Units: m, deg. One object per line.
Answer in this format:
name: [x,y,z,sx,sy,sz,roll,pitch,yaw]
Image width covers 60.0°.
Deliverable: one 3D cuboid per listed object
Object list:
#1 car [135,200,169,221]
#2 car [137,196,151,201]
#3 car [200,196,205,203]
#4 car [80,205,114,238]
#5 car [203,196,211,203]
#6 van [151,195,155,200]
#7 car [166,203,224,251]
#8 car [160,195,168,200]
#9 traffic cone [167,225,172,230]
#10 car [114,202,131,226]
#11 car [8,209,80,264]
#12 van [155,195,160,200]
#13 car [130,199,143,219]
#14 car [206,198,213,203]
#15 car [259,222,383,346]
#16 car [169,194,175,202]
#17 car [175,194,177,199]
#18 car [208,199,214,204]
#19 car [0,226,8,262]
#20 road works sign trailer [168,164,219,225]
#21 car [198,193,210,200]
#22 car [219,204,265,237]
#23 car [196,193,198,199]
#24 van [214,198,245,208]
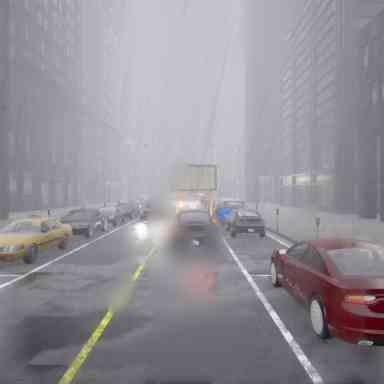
car: [-3.126,1.609,27.361,1.895,1.301,4.718,0,0,0]
car: [-5.796,1.454,34.570,1.967,1.590,4.097,0,0,0]
car: [2.715,1.576,51.502,1.887,1.381,4.507,0,0,0]
car: [-5.780,1.569,17.659,1.947,1.339,4.313,0,0,0]
car: [2.725,1.570,40.229,2.008,1.369,4.403,0,0,0]
van: [-5.801,1.361,40.206,1.690,1.788,3.998,0,0,0]
car: [0.083,1.487,14.036,1.837,1.490,4.892,0,1,-1]
car: [-5.816,1.354,57.115,2.192,1.841,5.009,0,0,0]
traffic cone: [-1.305,2.076,17.427,0.340,0.340,0.580,0,0,3]
car: [-5.785,1.588,23.297,1.802,1.307,4.206,0,0,0]
car: [-5.775,1.527,11.853,1.752,1.417,4.829,0,0,0]
van: [-5.806,1.367,45.843,1.690,1.788,3.998,0,0,0]
car: [-5.790,1.576,28.933,1.947,1.339,4.313,0,0,0]
car: [2.730,1.596,34.593,1.802,1.307,4.206,0,0,0]
car: [2.755,1.545,6.412,1.887,1.381,4.507,0,0,0]
car: [-5.835,1.618,79.662,1.887,1.381,4.507,0,0,0]
car: [-5.845,1.660,90.935,1.947,1.339,4.313,0,0,0]
car: [2.734,1.560,28.957,2.008,1.369,4.403,0,0,0]
car: [-5.770,1.566,6.387,1.947,1.339,4.313,0,0,0]
road works sign trailer: [0.149,0.320,17.902,2.380,3.560,2.880,0,0,8]
car: [2.704,1.361,62.774,2.192,1.841,5.009,0,0,0]
car: [2.745,1.554,17.684,2.008,1.369,4.403,0,0,0]
car: [2.684,1.609,85.489,1.752,1.417,4.829,0,0,0]
van: [2.739,1.347,23.320,1.690,1.788,3.998,0,0,0]
